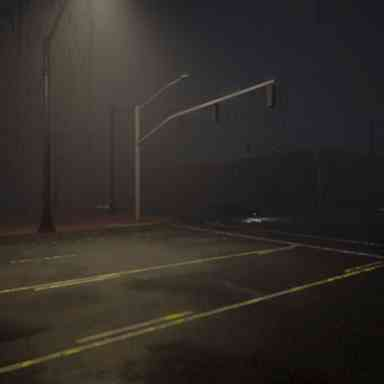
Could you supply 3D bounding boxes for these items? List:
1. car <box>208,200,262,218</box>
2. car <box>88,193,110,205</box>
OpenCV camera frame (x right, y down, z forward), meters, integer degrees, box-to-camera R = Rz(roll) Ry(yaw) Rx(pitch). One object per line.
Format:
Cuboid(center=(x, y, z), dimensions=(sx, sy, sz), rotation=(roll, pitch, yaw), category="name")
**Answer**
Cuboid(center=(3.645, 1.452, 29.606), dimensions=(2.033, 1.411, 5.357), rotation=(0, 0, -36), category="car")
Cuboid(center=(-15.937, 1.127, 56.860), dimensions=(2.150, 2.045, 5.566), rotation=(0, 0, -36), category="car")
